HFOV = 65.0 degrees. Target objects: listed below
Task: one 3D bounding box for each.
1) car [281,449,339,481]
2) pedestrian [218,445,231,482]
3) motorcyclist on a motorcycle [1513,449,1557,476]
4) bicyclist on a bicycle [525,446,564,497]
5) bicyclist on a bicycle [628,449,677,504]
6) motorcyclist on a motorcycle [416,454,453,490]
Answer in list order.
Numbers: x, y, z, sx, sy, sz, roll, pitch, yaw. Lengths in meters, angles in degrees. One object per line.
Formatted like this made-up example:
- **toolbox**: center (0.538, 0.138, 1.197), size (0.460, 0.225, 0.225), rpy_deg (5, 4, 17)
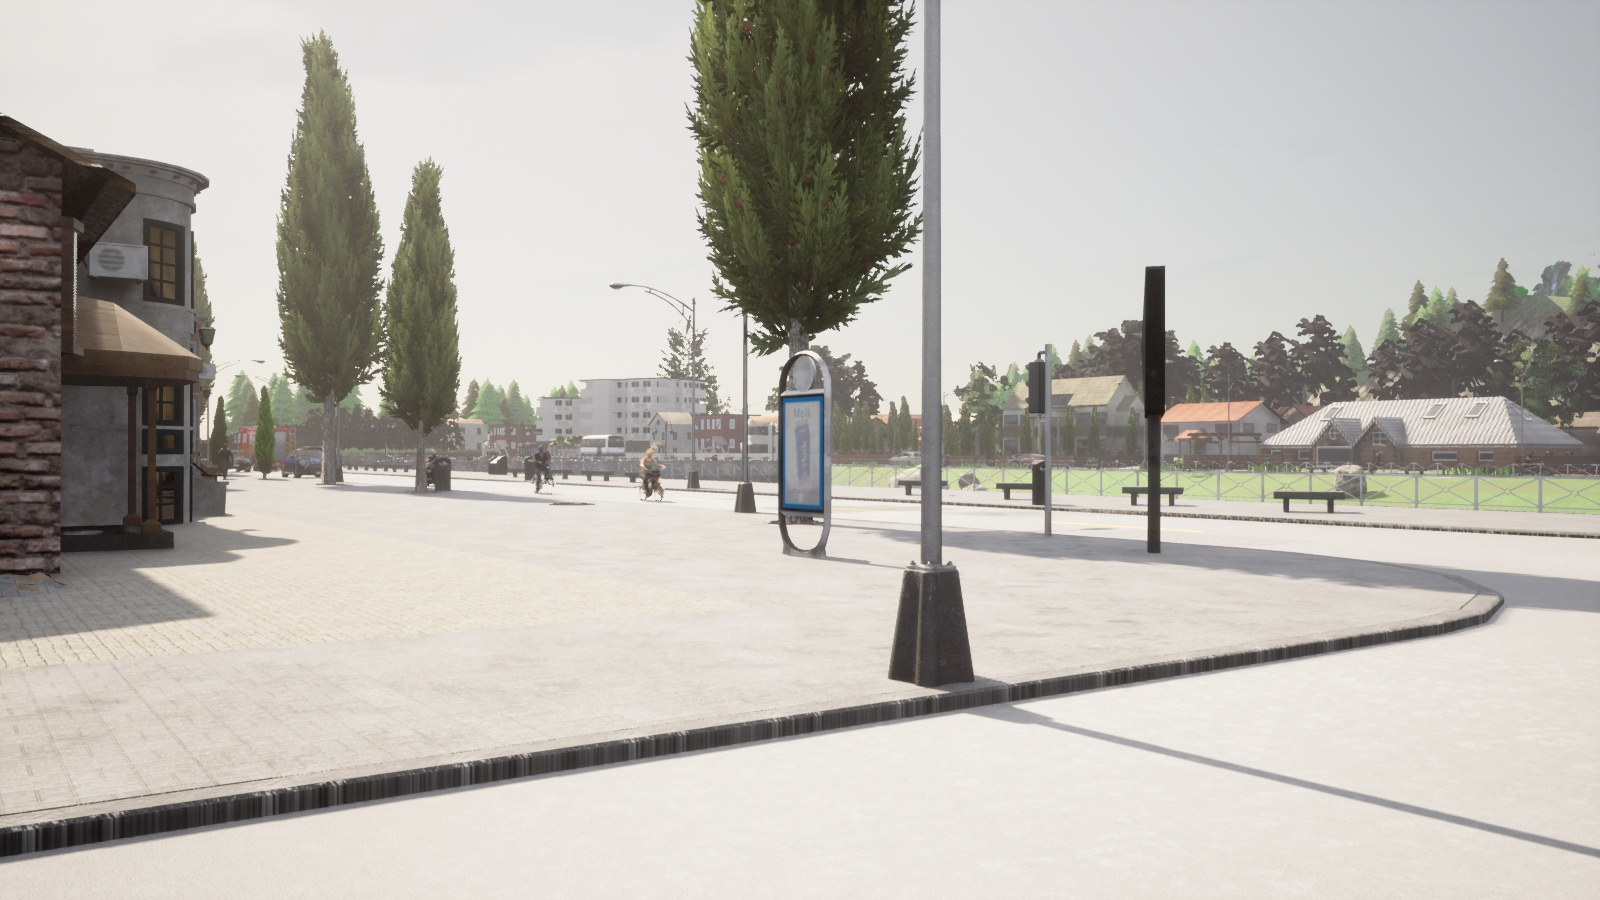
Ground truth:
- **car**: center (-28.128, 0.839, 72.002), size (2.097, 1.767, 4.553), rpy_deg (0, 0, -35)
- **pedestrian**: center (-28.815, 0.670, 62.911), size (0.563, 1.883, 0.849), rpy_deg (0, 0, -27)
- **motorcyclist on a motorcycle**: center (46.588, 0.791, 79.621), size (0.766, 1.649, 2.350), rpy_deg (0, 0, -35)
- **bicyclist on a bicycle**: center (-9.103, 0.744, 44.705), size (0.659, 1.776, 1.843), rpy_deg (0, 0, -35)
- **bicyclist on a bicycle**: center (-4.472, 0.784, 38.061), size (0.866, 1.612, 1.509), rpy_deg (0, 0, -35)
- **motorcyclist on a motorcycle**: center (-15.810, 0.946, 54.329), size (0.866, 1.530, 2.191), rpy_deg (0, 0, -35)
